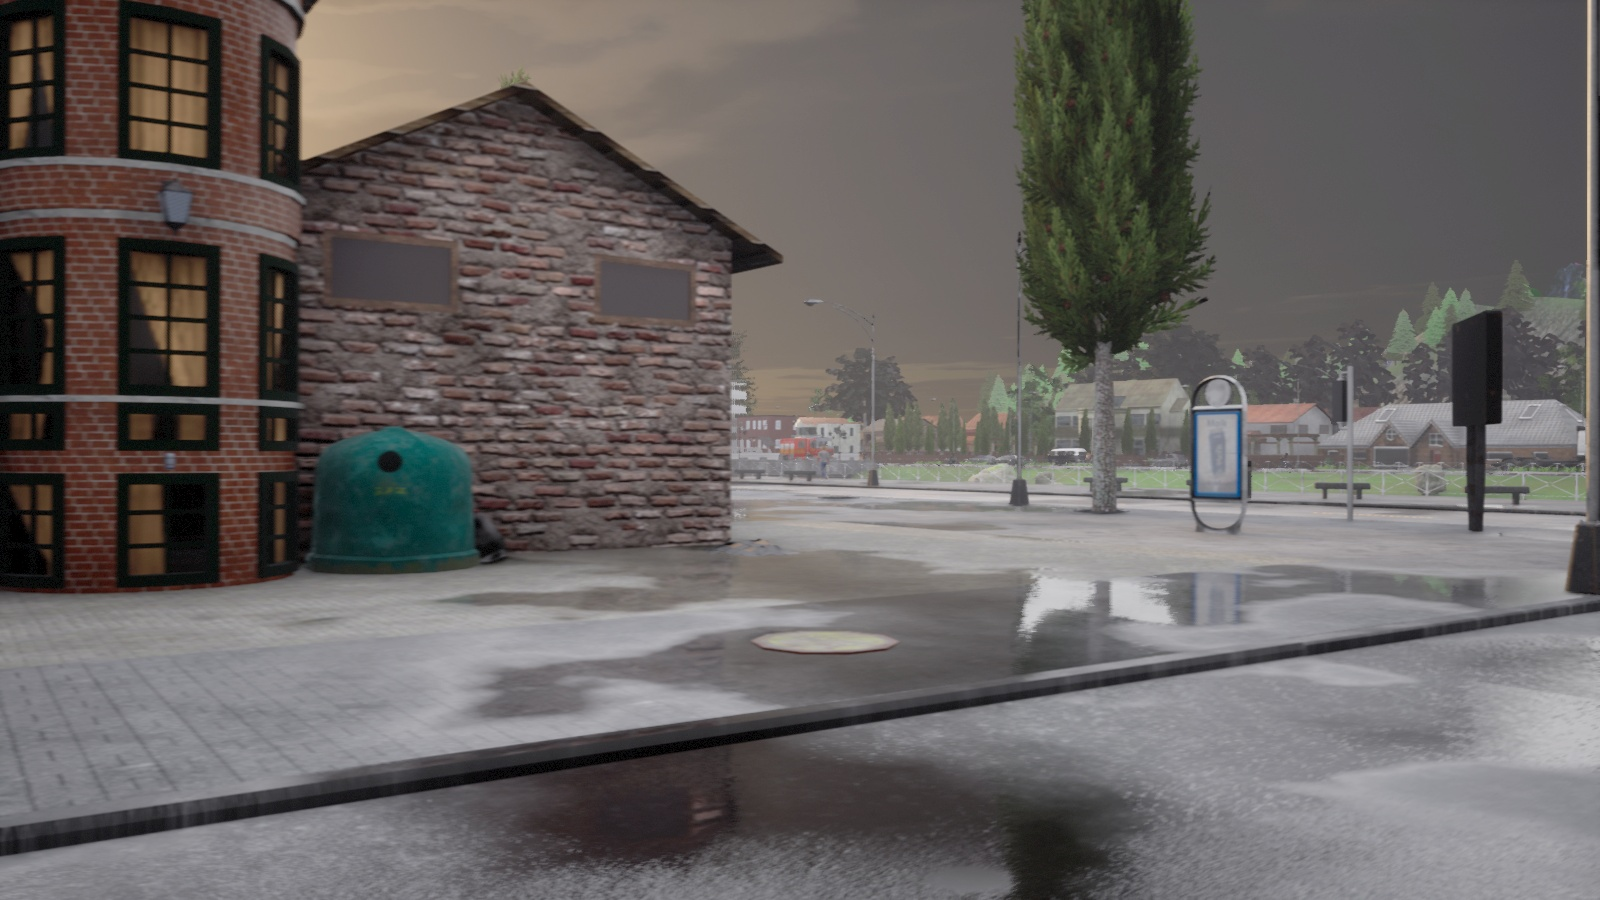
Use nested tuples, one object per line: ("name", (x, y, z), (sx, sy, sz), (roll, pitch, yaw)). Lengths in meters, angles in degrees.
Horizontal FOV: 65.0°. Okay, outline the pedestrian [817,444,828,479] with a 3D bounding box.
("pedestrian", (1.175, 0.613, 65.591), (0.354, 1.836, 0.706), (0, 0, -18))
